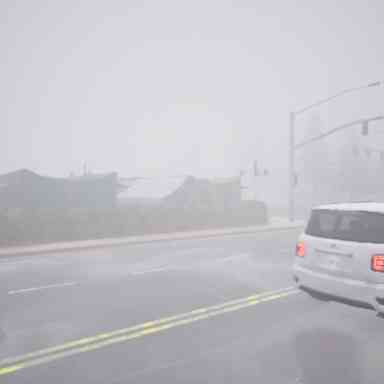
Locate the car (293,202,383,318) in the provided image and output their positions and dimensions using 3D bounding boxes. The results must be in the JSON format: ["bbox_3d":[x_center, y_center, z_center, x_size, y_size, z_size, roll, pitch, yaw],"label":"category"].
[{"bbox_3d":[4.534,1.225,7.047,5.566,2.045,2.150,0,0,-35],"label":"car"}]
